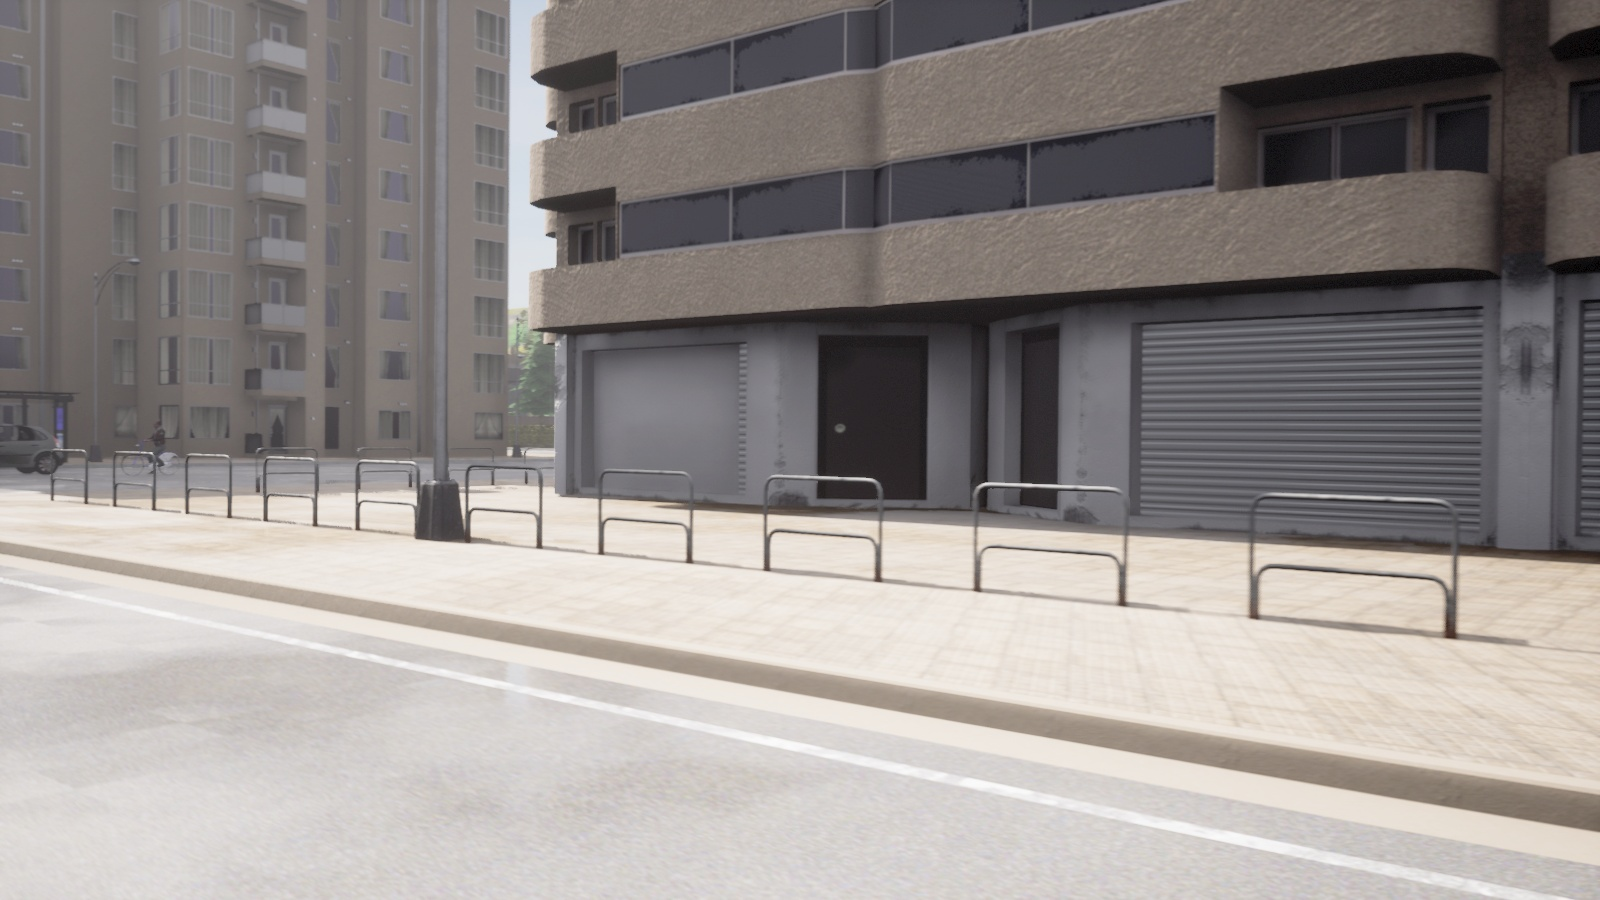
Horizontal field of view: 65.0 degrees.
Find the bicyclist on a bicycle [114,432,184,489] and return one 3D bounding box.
[{"bbox_3d":[-20.621,0.324,39.800,0.659,1.776,1.843,0,1,37],"label":"bicyclist on a bicycle"}]

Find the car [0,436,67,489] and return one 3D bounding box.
[{"bbox_3d":[-25.450,0.399,39.249,1.851,1.617,3.988,0,1,38],"label":"car"}]
